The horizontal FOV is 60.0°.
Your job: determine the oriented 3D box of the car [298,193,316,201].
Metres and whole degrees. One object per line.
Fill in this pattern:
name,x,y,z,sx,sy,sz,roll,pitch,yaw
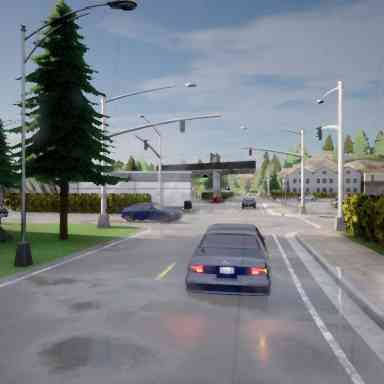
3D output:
car,27.340,1.077,79.237,3.866,1.878,1.905,0,0,10

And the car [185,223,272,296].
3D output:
car,1.085,1.547,8.845,2.033,1.411,5.357,0,0,10

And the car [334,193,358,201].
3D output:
car,34.514,1.097,74.628,4.605,1.855,1.932,0,0,10

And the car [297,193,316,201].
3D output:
car,26.159,1.361,76.070,3.806,1.475,1.970,0,0,10

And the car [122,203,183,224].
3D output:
car,-2.936,1.525,24.468,4.674,1.442,1.812,0,-1,22

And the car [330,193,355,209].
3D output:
car,20.231,1.330,42.329,5.027,1.636,2.152,0,0,10

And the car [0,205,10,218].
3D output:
car,-17.585,1.355,27.560,4.553,1.767,2.097,0,0,11

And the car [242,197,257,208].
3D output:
car,8.099,1.491,47.281,2.128,1.511,4.902,0,0,10
